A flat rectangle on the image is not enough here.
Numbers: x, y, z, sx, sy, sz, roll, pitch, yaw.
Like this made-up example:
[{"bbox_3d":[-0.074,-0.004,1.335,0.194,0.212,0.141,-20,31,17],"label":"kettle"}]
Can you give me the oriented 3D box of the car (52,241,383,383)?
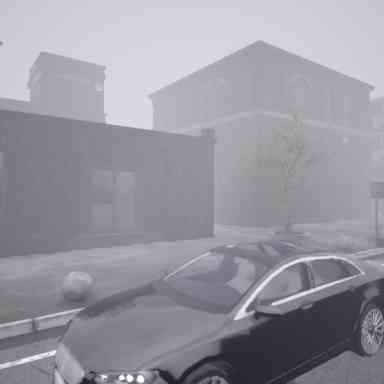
[{"bbox_3d":[0.805,1.492,4.438,4.902,1.511,2.128,0,0,-36],"label":"car"}]
